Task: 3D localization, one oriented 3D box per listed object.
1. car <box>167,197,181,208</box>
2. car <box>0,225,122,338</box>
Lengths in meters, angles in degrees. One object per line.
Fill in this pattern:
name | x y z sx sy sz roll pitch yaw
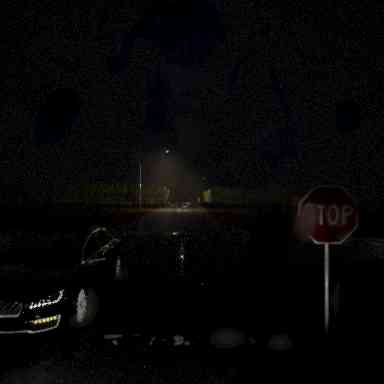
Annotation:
car | -2.813 1.633 52.350 1.837 1.490 4.892 0 0 0
car | -2.756 1.534 7.043 1.837 1.490 4.892 0 0 0
